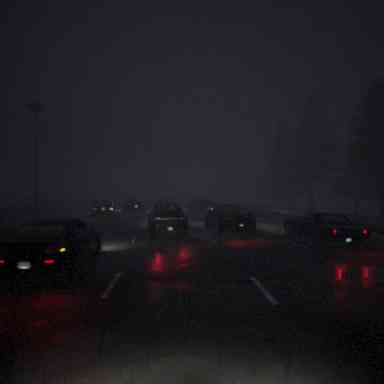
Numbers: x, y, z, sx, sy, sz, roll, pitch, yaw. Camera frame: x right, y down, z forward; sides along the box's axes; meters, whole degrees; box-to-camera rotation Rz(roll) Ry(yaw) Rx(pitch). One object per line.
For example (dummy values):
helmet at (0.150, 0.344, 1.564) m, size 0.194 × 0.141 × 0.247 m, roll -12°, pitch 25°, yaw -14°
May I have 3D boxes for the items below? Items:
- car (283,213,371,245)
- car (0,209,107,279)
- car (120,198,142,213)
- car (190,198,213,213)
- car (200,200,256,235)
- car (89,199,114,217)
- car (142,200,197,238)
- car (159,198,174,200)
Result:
car at (5.994, 1.615, 15.553) m, size 1.895 × 1.301 × 4.718 m, roll 1°, pitch 0°, yaw -8°
car at (-3.890, 1.434, 9.646) m, size 1.812 × 1.442 × 4.674 m, roll 1°, pitch 0°, yaw -5°
car at (-6.091, 1.344, 33.938) m, size 1.994 × 1.385 × 4.181 m, roll 1°, pitch 0°, yaw -21°
car at (1.102, 1.376, 34.660) m, size 1.837 × 1.490 × 4.892 m, roll 1°, pitch 0°, yaw -20°
car at (1.983, 1.427, 18.463) m, size 1.882 × 1.535 × 5.008 m, roll 1°, pitch 0°, yaw -9°
car at (-7.584, 1.333, 27.987) m, size 2.033 × 1.411 × 5.357 m, roll 1°, pitch 0°, yaw -18°
car at (-1.347, 1.403, 17.218) m, size 2.128 × 1.511 × 4.902 m, roll 1°, pitch 0°, yaw -9°
car at (-2.735, 1.345, 34.972) m, size 1.812 × 1.442 × 4.674 m, roll 1°, pitch 0°, yaw -21°
